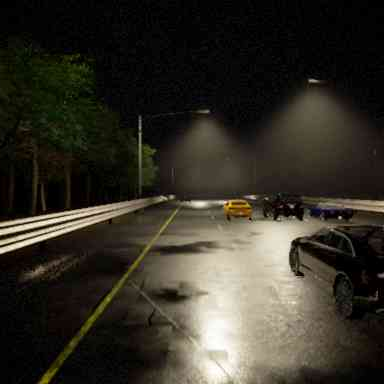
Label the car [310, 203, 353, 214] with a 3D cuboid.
[{"bbox_3d":[10.595,1.526,25.985,1.895,1.301,4.718,0,0,0],"label":"car"}]

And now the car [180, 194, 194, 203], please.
[{"bbox_3d":[-1.228,1.229,66.667,2.097,1.767,4.553,0,0,0],"label":"car"}]

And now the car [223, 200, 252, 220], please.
[{"bbox_3d":[3.596,1.400,26.952,1.882,1.535,5.008,0,0,0],"label":"car"}]

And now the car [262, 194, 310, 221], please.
[{"bbox_3d":[7.097,1.146,26.326,2.150,2.045,5.566,0,0,0],"label":"car"}]

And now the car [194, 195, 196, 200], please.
[{"bbox_3d":[-0.003,1.395,85.382,1.812,1.442,4.674,0,-1,0],"label":"car"}]

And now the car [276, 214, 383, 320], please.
[{"bbox_3d":[3.597,1.476,7.277,2.128,1.511,4.902,0,0,0],"label":"car"}]
